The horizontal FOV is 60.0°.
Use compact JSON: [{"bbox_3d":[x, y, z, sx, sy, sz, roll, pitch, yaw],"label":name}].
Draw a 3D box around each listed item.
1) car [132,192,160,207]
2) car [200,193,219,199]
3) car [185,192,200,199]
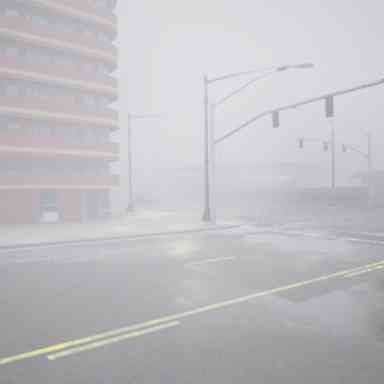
[{"bbox_3d":[-7.092,1.092,50.604,2.150,2.045,5.566,-1,1,-37],"label":"car"},{"bbox_3d":[4.543,0.954,76.058,3.806,1.475,1.970,-1,1,-35],"label":"car"},{"bbox_3d":[0.569,0.805,80.276,4.611,1.667,2.242,-1,1,-35],"label":"car"}]
